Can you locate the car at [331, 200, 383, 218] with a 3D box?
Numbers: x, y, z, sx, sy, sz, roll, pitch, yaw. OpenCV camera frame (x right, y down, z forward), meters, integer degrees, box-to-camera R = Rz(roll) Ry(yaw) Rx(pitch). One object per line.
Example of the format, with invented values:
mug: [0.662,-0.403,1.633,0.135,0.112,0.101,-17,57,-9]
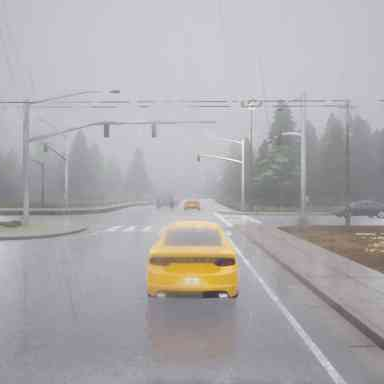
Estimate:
car: [14.908,1.532,29.530,4.892,1.490,1.837,0,0,1]

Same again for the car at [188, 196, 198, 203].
car: [0.297,1.537,72.776,2.033,1.411,5.357,0,0,2]

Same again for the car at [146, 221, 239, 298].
car: [0.049,1.474,8.552,1.882,1.535,5.008,0,0,1]

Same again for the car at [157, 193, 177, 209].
car: [-3.595,1.221,45.697,2.150,2.045,5.566,0,0,-1]

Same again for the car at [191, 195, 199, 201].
car: [0.696,1.442,83.168,1.837,1.490,4.892,0,0,2]

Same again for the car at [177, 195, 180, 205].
car: [-3.540,1.352,55.991,2.097,1.767,4.553,0,0,0]

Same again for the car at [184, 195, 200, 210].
car: [0.017,1.478,42.215,1.882,1.535,5.008,0,0,0]
